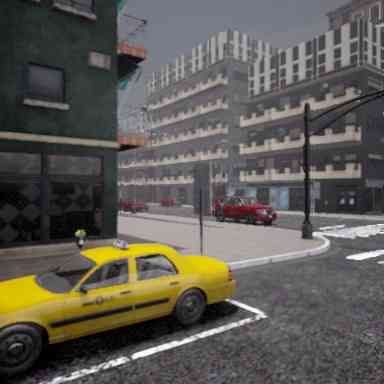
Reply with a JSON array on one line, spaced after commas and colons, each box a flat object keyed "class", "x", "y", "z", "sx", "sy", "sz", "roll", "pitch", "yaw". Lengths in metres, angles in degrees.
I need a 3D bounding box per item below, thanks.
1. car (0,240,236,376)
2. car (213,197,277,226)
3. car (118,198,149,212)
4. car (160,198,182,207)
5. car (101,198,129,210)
[{"class": "car", "x": -1.440, "y": 1.524, "z": 5.533, "sx": 4.829, "sy": 1.417, "sz": 1.752, "roll": 0, "pitch": 0, "yaw": -35}, {"class": "car", "x": 3.563, "y": 1.251, "z": 23.325, "sx": 2.192, "sy": 1.841, "sz": 5.009, "roll": 0, "pitch": 0, "yaw": -36}, {"class": "car", "x": -6.402, "y": 1.432, "z": 37.091, "sx": 1.887, "sy": 1.381, "sz": 4.507, "roll": 0, "pitch": 0, "yaw": -36}, {"class": "car", "x": -2.936, "y": 1.446, "z": 46.595, "sx": 1.802, "sy": 1.307, "sz": 4.206, "roll": 0, "pitch": 0, "yaw": -36}, {"class": "car", "x": -9.725, "y": 1.438, "z": 41.680, "sx": 1.947, "sy": 1.339, "sz": 4.313, "roll": 0, "pitch": 0, "yaw": -36}]
